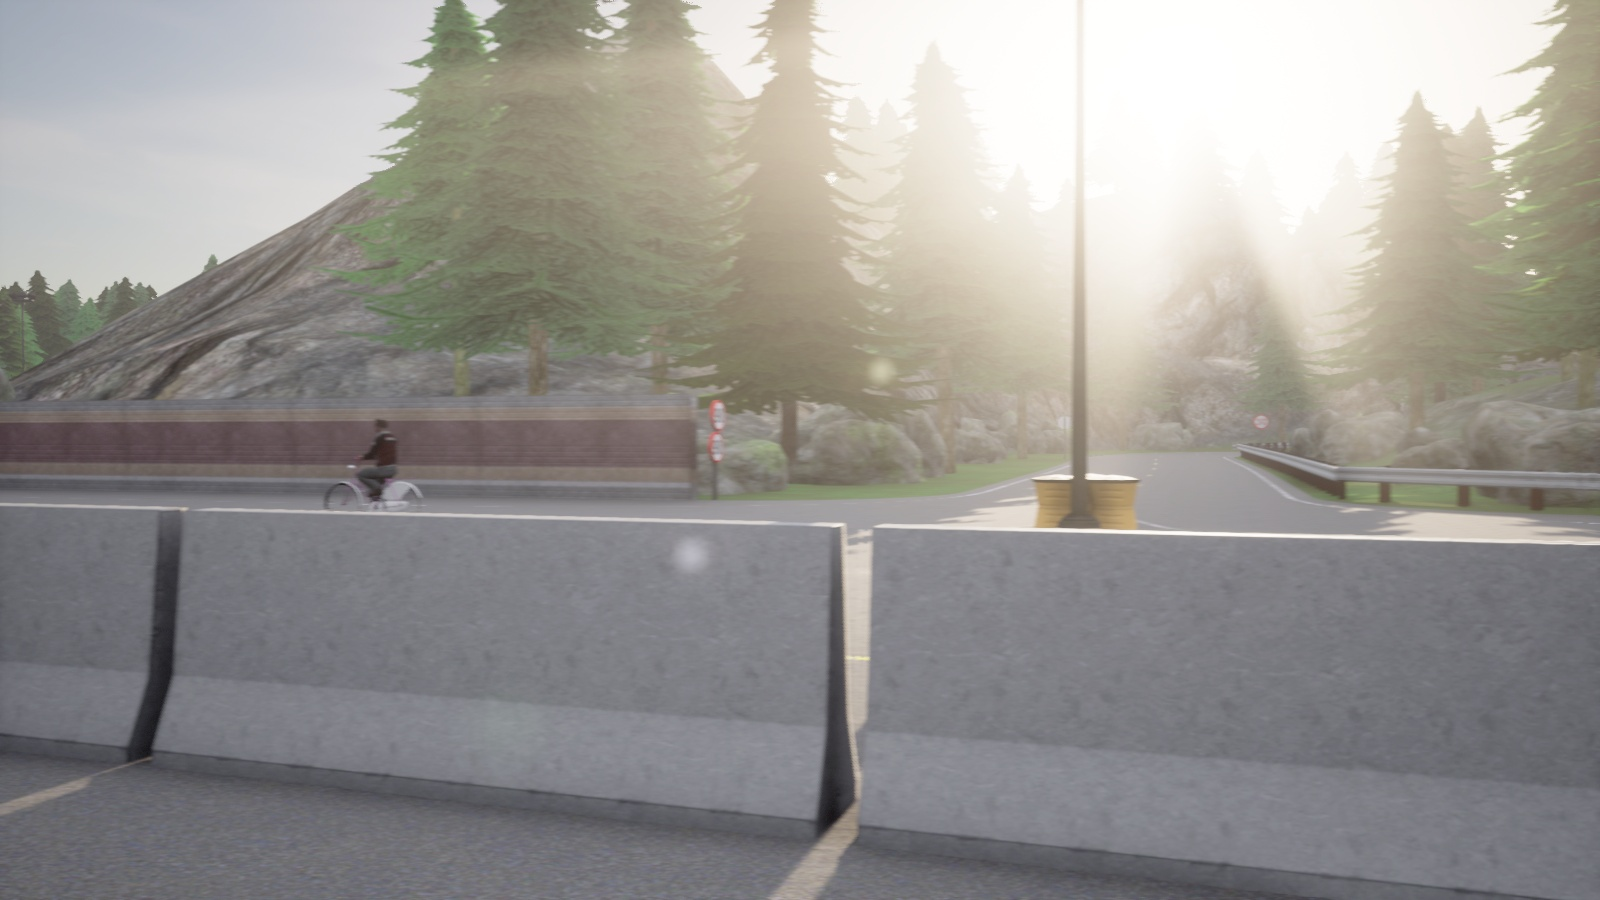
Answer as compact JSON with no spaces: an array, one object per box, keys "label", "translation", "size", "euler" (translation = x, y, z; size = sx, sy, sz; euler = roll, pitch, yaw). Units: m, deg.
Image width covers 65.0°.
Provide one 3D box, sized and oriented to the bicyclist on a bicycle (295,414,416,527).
[{"label":"bicyclist on a bicycle","translation":[-7.217,0.316,20.390],"size":[1.843,1.776,0.659],"euler":[1,1,19]}]
